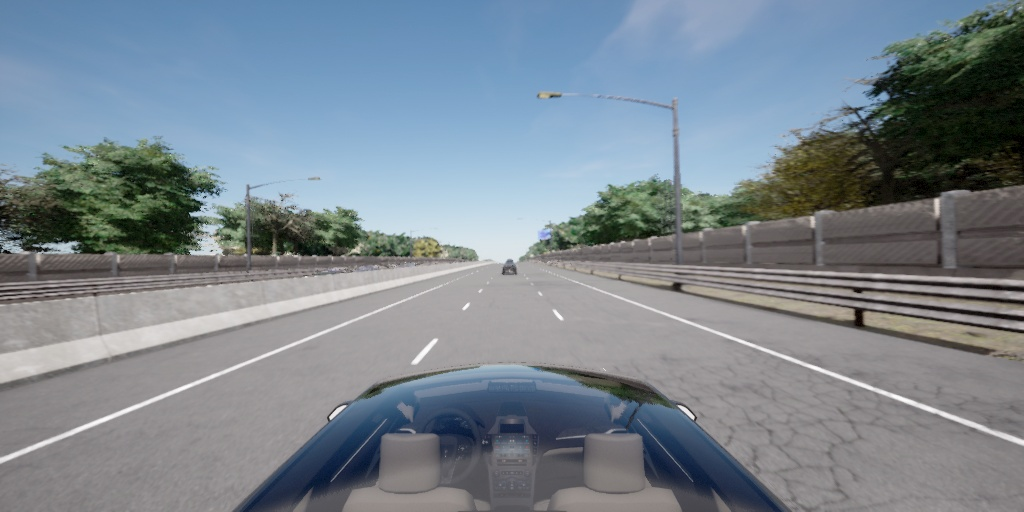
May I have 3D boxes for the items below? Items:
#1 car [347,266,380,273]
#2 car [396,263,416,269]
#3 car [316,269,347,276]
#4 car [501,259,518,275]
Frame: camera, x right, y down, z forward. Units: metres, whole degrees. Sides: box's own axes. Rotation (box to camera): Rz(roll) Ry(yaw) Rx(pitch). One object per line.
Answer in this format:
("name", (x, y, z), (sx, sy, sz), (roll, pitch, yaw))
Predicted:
("car", (-17.899, 1.981, 44.314), (2.128, 1.511, 4.902), (-2, 0, 0))
("car", (-14.417, 1.775, 48.774), (2.097, 1.767, 4.553), (-2, 0, 0))
("car", (-21.389, 2.177, 42.932), (1.895, 1.301, 4.718), (-2, 0, 0))
("car", (-0.305, 1.529, 45.207), (1.837, 1.490, 4.892), (-2, -1, 0))
